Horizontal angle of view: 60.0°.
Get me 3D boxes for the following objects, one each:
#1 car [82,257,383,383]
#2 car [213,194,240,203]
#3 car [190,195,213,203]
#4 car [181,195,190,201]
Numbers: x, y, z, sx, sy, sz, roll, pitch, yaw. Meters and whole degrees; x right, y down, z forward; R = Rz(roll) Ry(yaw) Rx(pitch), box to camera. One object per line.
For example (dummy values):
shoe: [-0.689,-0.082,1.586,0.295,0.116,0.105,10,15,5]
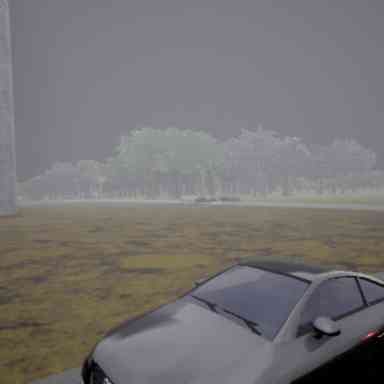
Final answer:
car: [0.968,1.522,3.754,4.181,1.385,1.994,-1,1,-35]
car: [6.628,1.105,60.436,2.128,1.511,4.902,-3,1,-35]
car: [2.437,1.306,61.473,2.033,1.411,5.357,-3,1,-35]
car: [-0.325,1.250,70.112,1.895,1.301,4.718,-3,1,-36]
